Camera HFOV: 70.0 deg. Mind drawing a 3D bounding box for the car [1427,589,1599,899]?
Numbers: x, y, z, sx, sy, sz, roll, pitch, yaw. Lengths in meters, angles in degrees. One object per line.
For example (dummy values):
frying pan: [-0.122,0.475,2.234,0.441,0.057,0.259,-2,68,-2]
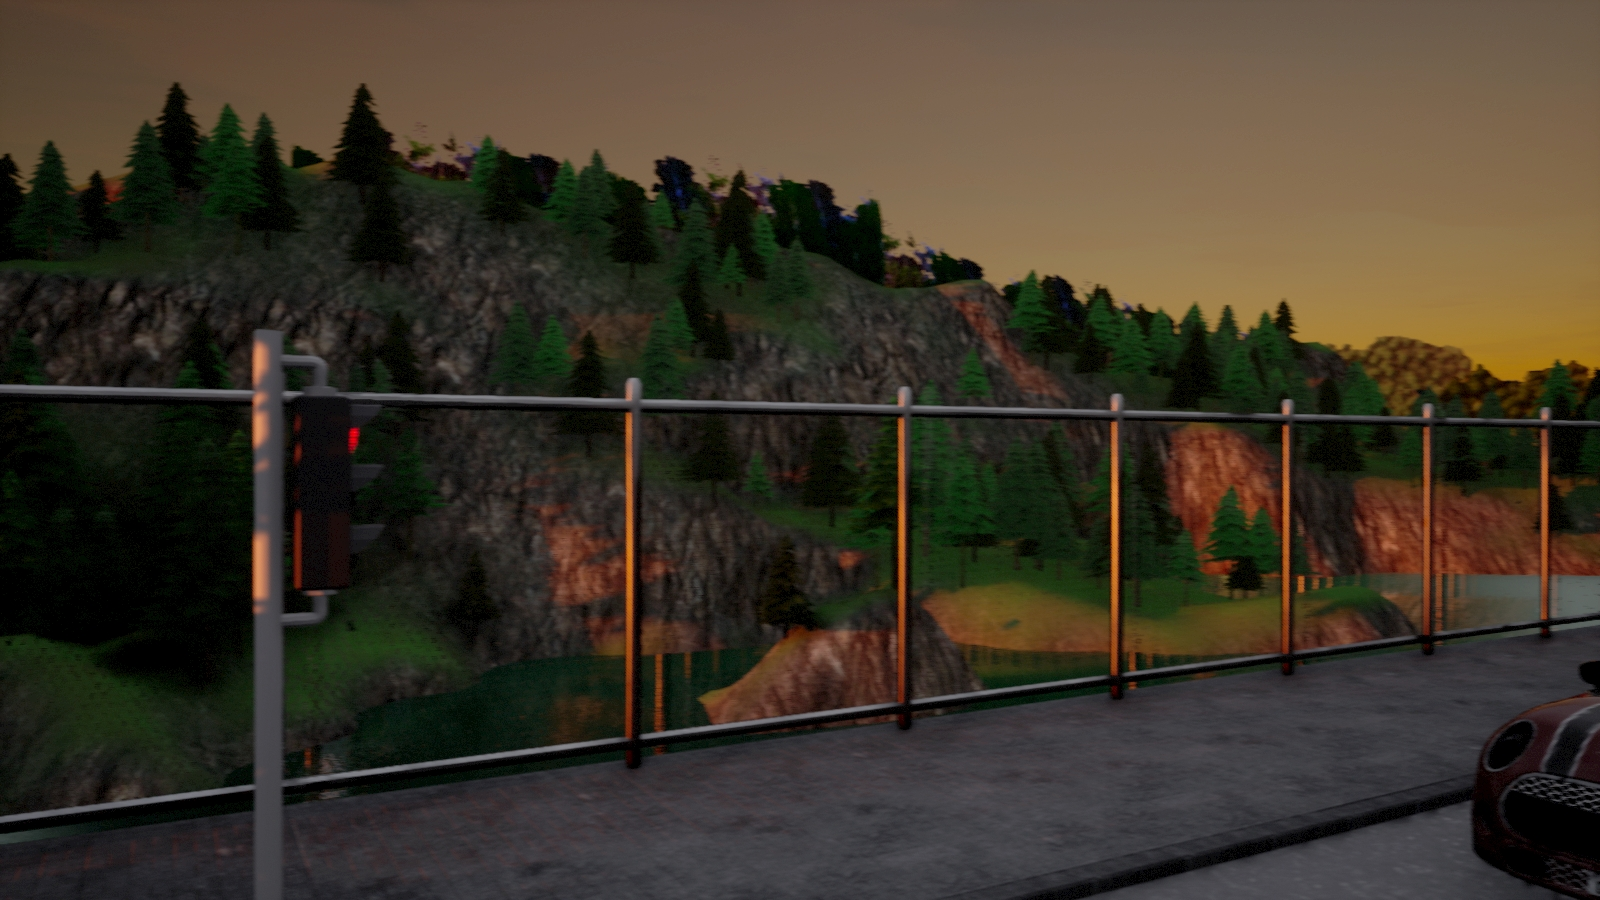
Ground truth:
car: [6.531,1.902,7.533,4.553,1.767,2.097,0,0,-29]
